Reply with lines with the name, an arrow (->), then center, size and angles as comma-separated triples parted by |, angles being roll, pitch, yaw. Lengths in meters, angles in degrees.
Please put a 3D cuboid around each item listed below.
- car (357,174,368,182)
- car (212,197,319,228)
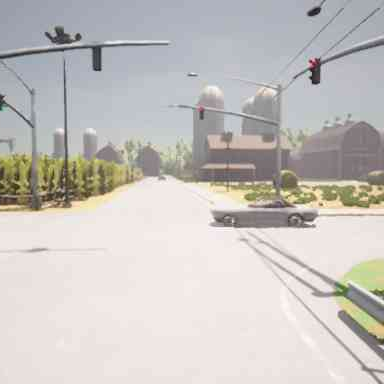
car -> 41.334, -3.369, 80.023 | 1.905, 1.878, 3.866 | 10, 11, 40
car -> 3.301, 0.912, 15.684 | 4.718, 1.301, 1.895 | 0, 4, 5
